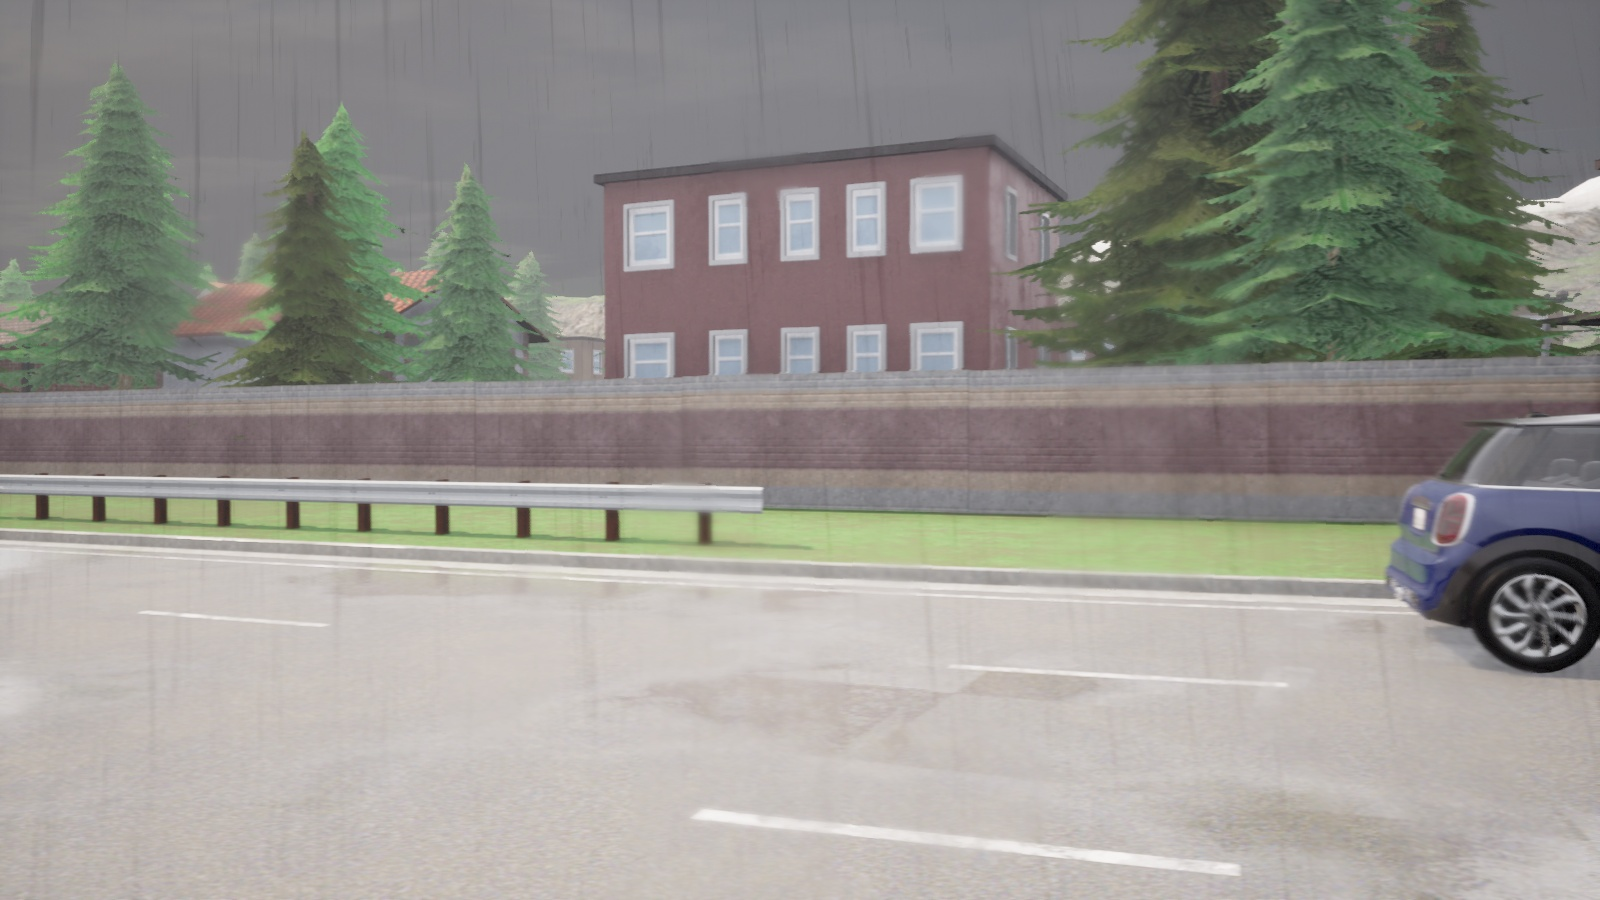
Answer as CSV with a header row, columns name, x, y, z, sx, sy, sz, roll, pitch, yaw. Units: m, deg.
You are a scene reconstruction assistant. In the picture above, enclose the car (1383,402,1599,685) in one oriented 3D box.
name,x,y,z,sx,sy,sz,roll,pitch,yaw
car,6.584,0.580,8.455,4.553,1.767,2.097,0,1,17
